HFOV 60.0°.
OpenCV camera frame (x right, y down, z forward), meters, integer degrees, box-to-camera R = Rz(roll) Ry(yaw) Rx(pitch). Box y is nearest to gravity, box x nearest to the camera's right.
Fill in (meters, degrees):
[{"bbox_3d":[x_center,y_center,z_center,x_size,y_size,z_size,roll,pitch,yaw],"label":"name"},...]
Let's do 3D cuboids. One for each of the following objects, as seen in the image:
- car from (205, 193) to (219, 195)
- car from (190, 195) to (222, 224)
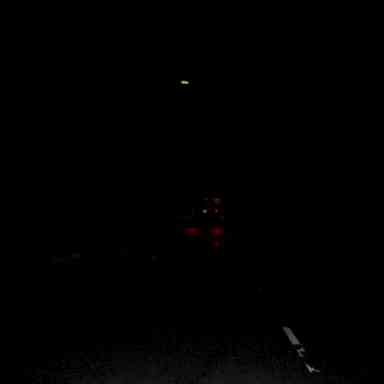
[{"bbox_3d":[2.581,1.158,42.296,2.150,2.045,5.566,0,0,6],"label":"car"},{"bbox_3d":[1.001,1.327,24.500,2.097,1.767,4.553,0,0,4],"label":"car"}]
